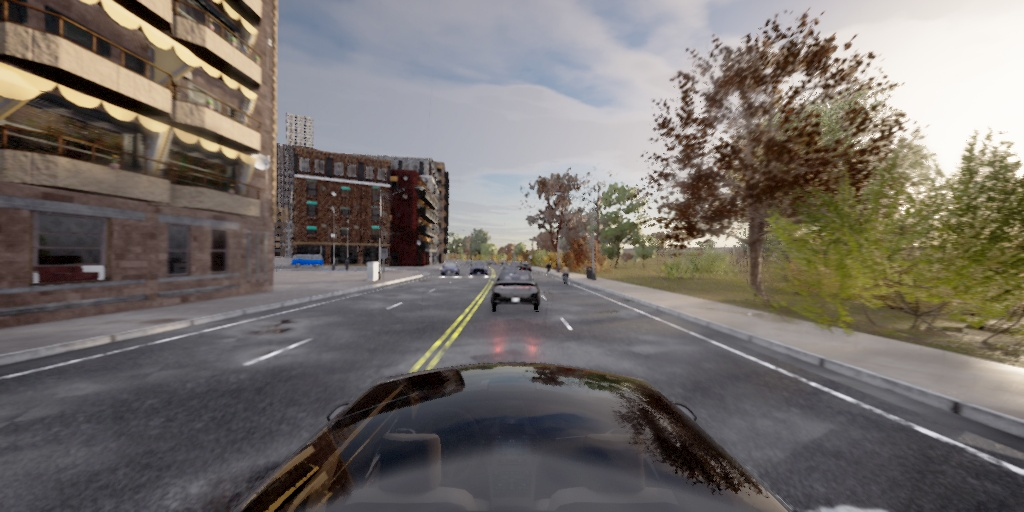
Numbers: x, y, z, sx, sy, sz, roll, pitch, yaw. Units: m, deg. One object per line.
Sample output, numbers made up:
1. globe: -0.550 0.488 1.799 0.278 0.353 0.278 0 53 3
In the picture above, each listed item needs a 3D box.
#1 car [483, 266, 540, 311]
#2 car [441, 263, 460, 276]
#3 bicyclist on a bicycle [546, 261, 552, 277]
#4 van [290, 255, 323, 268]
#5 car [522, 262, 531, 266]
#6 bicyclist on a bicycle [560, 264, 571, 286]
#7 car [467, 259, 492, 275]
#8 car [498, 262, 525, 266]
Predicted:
1. car: 0.123 1.343 14.992 2.128 1.511 4.902 1 0 0
2. car: -7.066 1.503 41.693 1.812 1.442 4.674 1 -1 -4
3. bicyclist on a bicycle: 3.762 1.416 36.838 0.659 1.776 1.843 1 0 -2
4. van: -28.700 0.723 50.304 3.998 1.789 1.690 0 0 -32
5. car: 1.971 1.677 56.988 1.837 1.490 4.892 1 0 -3
6. bicyclist on a bicycle: 4.058 1.417 27.185 0.866 1.612 1.509 1 0 -1
7. car: -3.854 1.366 42.888 2.097 1.767 4.553 1 0 -2
8. car: -0.164 1.544 32.875 1.994 1.385 4.181 1 0 -2
